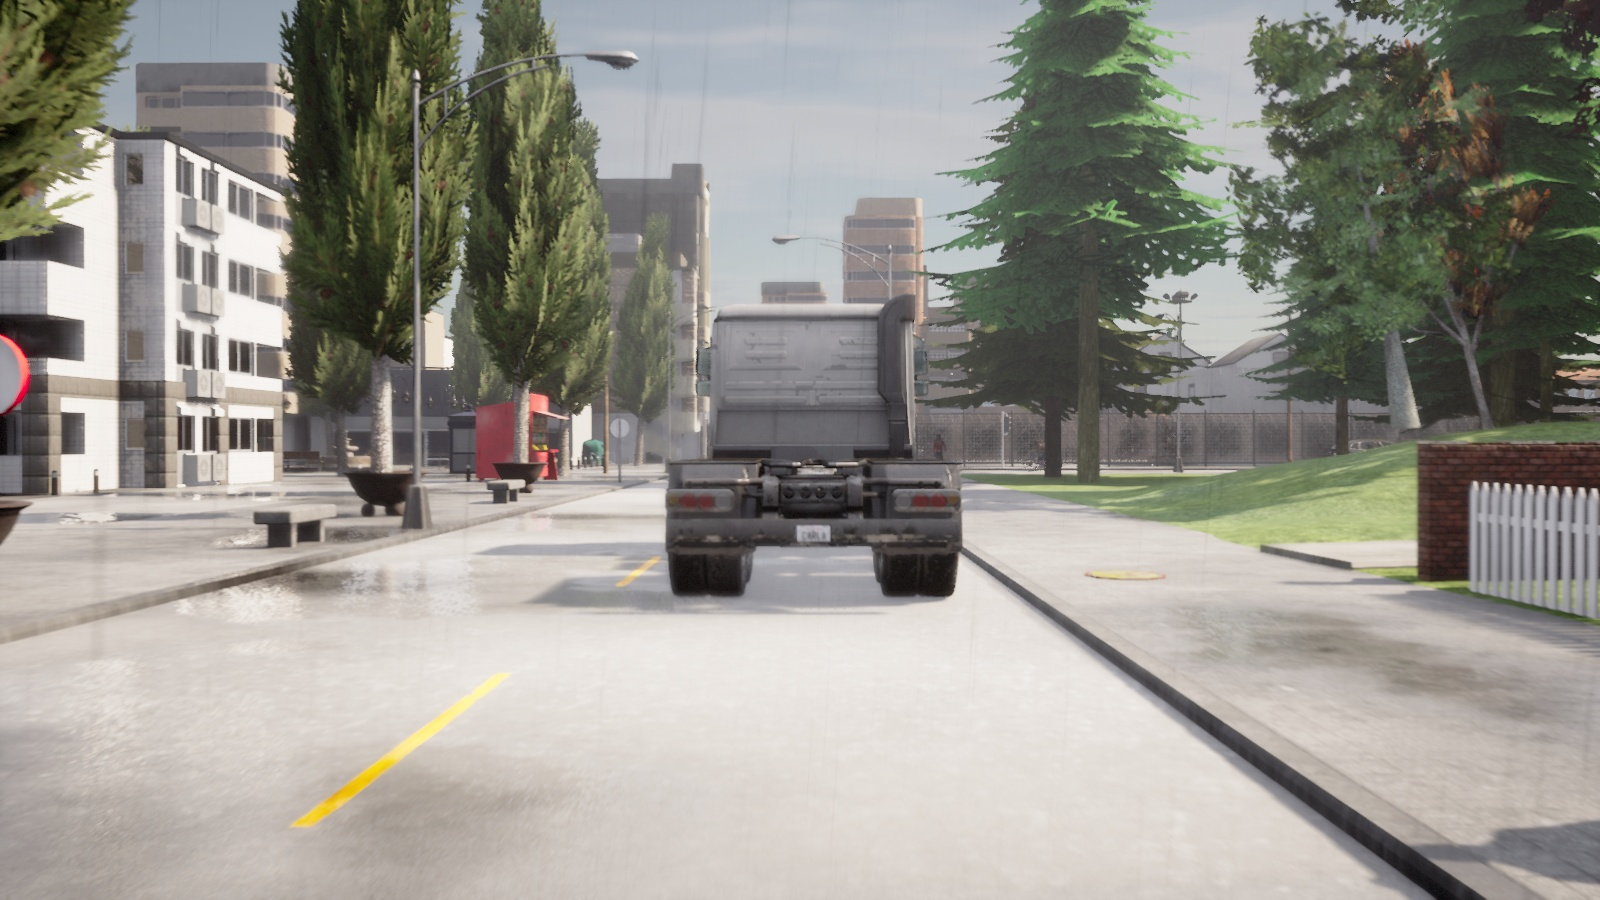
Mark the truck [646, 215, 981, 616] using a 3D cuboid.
[{"bbox_3d":[0.145,-0.319,14.809,2.891,3.462,7.936,0,0,0],"label":"truck"}]

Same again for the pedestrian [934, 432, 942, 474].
[{"bbox_3d":[6.104,0.149,55.414,0.331,1.846,0.636,0,0,8],"label":"pedestrian"}]

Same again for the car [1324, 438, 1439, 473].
[{"bbox_3d":[28.470,0.267,61.633,4.611,1.667,2.242,0,0,0],"label":"car"}]
